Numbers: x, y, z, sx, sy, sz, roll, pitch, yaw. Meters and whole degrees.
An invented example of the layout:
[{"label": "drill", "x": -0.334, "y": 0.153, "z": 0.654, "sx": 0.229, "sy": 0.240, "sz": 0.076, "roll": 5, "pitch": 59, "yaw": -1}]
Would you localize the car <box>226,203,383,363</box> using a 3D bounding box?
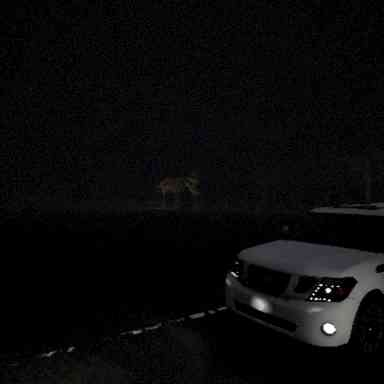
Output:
[{"label": "car", "x": 3.206, "y": 1.253, "z": 6.285, "sx": 5.566, "sy": 2.045, "sz": 2.150, "roll": 0, "pitch": 0, "yaw": -36}]
